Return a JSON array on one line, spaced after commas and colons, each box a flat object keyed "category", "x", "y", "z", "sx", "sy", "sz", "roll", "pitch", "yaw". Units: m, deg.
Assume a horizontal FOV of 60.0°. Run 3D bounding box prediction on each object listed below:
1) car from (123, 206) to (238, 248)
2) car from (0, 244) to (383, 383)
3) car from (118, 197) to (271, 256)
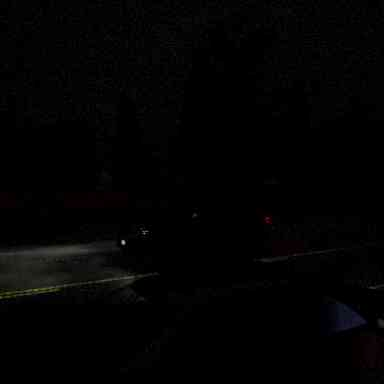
[{"category": "car", "x": -0.470, "y": 1.491, "z": 15.427, "sx": 4.902, "sy": 1.511, "sz": 2.128, "roll": 0, "pitch": 0, "yaw": -30}, {"category": "car", "x": 0.592, "y": 1.547, "z": 3.681, "sx": 5.357, "sy": 1.411, "sz": 2.033, "roll": 0, "pitch": 0, "yaw": -30}, {"category": "car", "x": 0.254, "y": 1.221, "z": 11.798, "sx": 5.566, "sy": 2.045, "sz": 2.150, "roll": 0, "pitch": 0, "yaw": -30}]
